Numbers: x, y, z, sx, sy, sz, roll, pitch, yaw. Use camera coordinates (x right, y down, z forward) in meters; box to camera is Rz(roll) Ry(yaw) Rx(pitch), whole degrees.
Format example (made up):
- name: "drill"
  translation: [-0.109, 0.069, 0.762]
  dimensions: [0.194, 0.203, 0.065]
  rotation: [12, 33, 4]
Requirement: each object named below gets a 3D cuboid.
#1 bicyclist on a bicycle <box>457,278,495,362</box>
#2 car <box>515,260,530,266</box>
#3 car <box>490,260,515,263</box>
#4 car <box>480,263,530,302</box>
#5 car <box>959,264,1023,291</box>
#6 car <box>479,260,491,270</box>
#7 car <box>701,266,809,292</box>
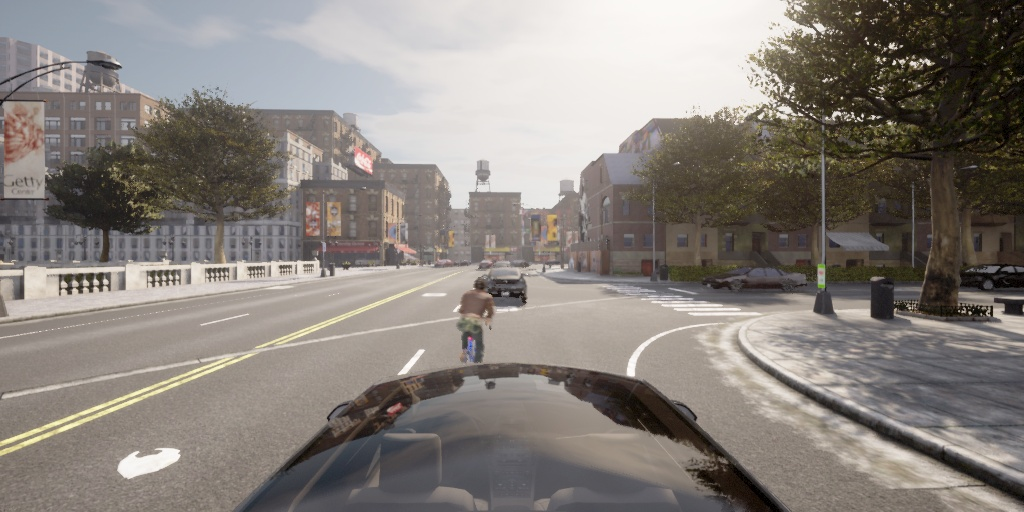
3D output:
- name: "bicyclist on a bicycle"
  translation: [-0.557, 1.169, 5.418]
  dimensions: [0.582, 1.620, 1.656]
  rotation: [5, 5, 7]
- name: "car"
  translation: [1.375, 1.299, 58.042]
  dimensions: [2.033, 1.411, 5.357]
  rotation: [0, 0, 20]
- name: "car"
  translation: [-0.908, 1.256, 35.227]
  dimensions: [1.837, 1.490, 4.892]
  rotation: [0, 0, -2]
- name: "car"
  translation: [-0.330, 1.257, 16.867]
  dimensions: [1.837, 1.490, 4.892]
  rotation: [0, 1, -2]
- name: "car"
  translation: [28.630, 1.229, 21.337]
  dimensions: [5.008, 1.535, 1.882]
  rotation: [-1, 0, -2]
- name: "car"
  translation: [-3.556, 1.277, 52.702]
  dimensions: [1.812, 1.442, 4.674]
  rotation: [0, 0, 10]
- name: "car"
  translation: [14.070, 1.298, 20.854]
  dimensions: [5.357, 1.411, 2.033]
  rotation: [0, 0, -2]
